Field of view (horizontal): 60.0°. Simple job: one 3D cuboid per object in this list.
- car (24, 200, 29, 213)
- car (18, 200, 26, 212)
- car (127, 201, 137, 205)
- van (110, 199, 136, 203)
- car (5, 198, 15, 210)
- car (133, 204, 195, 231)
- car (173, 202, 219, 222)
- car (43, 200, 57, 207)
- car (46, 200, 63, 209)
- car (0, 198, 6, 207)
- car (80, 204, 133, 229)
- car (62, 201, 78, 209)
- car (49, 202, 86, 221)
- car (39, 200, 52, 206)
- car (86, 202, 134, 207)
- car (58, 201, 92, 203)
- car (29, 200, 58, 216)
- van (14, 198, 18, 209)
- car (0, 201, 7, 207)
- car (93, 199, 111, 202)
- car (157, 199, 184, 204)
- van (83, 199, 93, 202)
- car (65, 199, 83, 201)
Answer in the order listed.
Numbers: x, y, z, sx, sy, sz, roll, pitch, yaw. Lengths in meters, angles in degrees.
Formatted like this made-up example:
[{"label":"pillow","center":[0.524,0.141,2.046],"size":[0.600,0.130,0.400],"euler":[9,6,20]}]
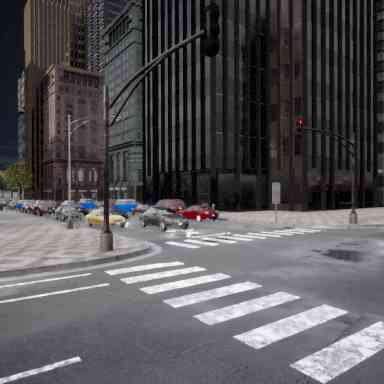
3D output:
[{"label":"car","center":[-20.654,2.196,44.365],"size":[1.887,1.381,4.507],"euler":[-1,0,-36]},{"label":"car","center":[-23.493,2.157,48.342],"size":[1.967,1.590,4.097],"euler":[-1,0,-36]},{"label":"car","center":[-5.416,2.004,37.711],"size":[1.802,1.307,4.206],"euler":[-1,0,-36]},{"label":"van","center":[-8.372,1.832,41.856],"size":[1.690,1.788,3.998],"euler":[-1,0,-36]},{"label":"car","center":[-32.110,2.354,60.419],"size":[1.967,1.590,4.097],"euler":[-1,0,-36]},{"label":"car","center":[-2.059,1.782,22.928],"size":[1.812,1.442,4.674],"euler":[0,-1,-34]},{"label":"car","center":[0.483,1.828,29.422],"size":[1.887,1.381,4.507],"euler":[-1,0,-36]},{"label":"car","center":[-31.921,2.595,74.838],"size":[1.947,1.339,4.313],"euler":[-1,0,-36]},{"label":"car","center":[-25.120,2.316,60.726],"size":[1.882,1.535,5.008],"euler":[0,-1,-35]},{"label":"car","center":[-41.478,2.667,73.553],"size":[1.887,1.381,4.507],"euler":[-1,0,-36]},{"label":"car","center":[-6.367,1.843,24.340],"size":[1.752,1.417,4.829],"euler":[-1,0,-36]},{"label":"car","center":[-22.858,2.407,62.134],"size":[1.802,1.307,4.206],"euler":[-1,0,-36]},{"label":"car","center":[-12.140,2.004,32.433],"size":[2.008,1.369,4.403],"euler":[-1,0,-36]},{"label":"car","center":[-34.944,2.660,79.074],"size":[1.947,1.339,4.313],"euler":[-1,0,-36]},{"label":"car","center":[-7.738,1.937,30.862],"size":[2.033,1.411,5.357],"euler":[0,-1,-36]},{"label":"car","center":[-13.906,2.081,39.523],"size":[2.033,1.411,5.357],"euler":[0,-1,-35]},{"label":"car","center":[-17.821,1.901,40.388],"size":[2.192,1.841,5.009],"euler":[-1,0,-36]},{"label":"van","center":[-26.333,2.123,52.320],"size":[1.690,1.788,3.998],"euler":[-1,0,-36]},{"label":"car","center":[-44.599,2.771,77.930],"size":[1.802,1.307,4.206],"euler":[-1,0,-36]},{"label":"car","center":[-11.321,1.875,46.001],"size":[2.192,1.841,5.009],"euler":[-1,0,-36]},{"label":"car","center":[-2.472,1.668,33.567],"size":[2.192,1.841,5.009],"euler":[-1,0,-36]},{"label":"van","center":[-17.220,2.037,54.290],"size":[1.690,1.788,3.998],"euler":[-1,0,-36]},{"label":"car","center":[-19.411,2.060,52.729],"size":[2.097,1.767,4.553],"euler":[0,-1,-36]}]
